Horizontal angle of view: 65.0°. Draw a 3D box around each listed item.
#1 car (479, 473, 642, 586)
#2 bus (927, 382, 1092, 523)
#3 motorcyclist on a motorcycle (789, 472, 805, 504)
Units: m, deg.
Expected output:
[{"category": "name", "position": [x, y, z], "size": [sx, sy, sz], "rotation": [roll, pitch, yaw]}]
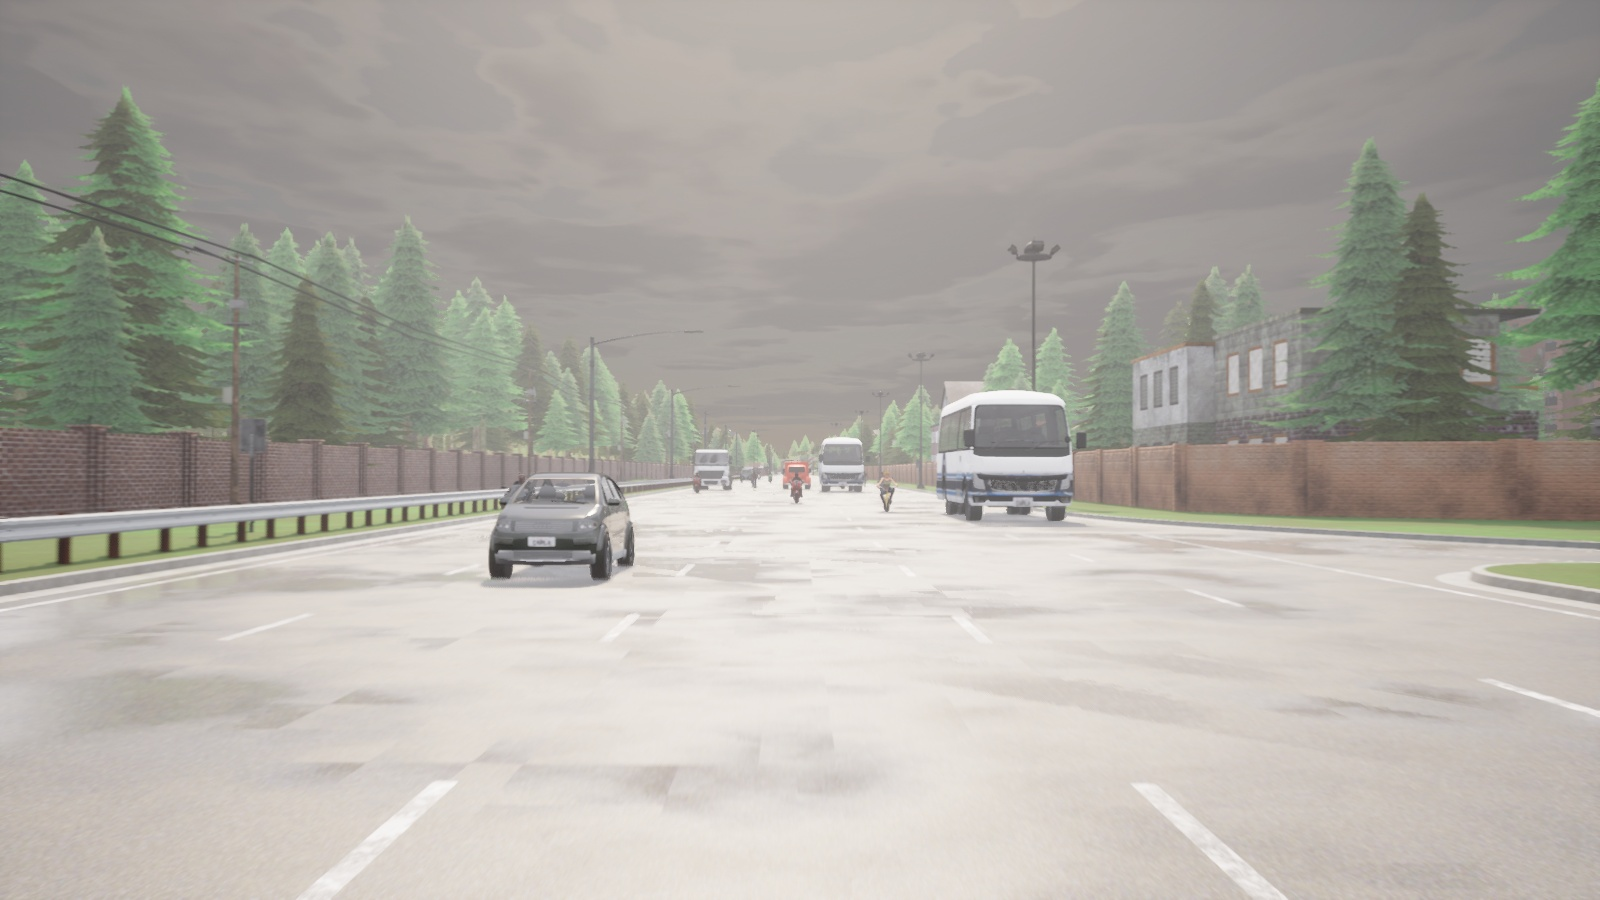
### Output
[{"category": "car", "position": [-3.547, 1.143, 19.205], "size": [1.789, 1.549, 3.705], "rotation": [0, -1, 0]}, {"category": "bus", "position": [6.888, 0.162, 43.354], "size": [3.944, 4.253, 10.273], "rotation": [0, -1, 0]}, {"category": "motorcyclist on a motorcycle", "position": [-0.151, 1.864, 61.560], "size": [0.797, 1.523, 2.044], "rotation": [0, -1, 0]}]
